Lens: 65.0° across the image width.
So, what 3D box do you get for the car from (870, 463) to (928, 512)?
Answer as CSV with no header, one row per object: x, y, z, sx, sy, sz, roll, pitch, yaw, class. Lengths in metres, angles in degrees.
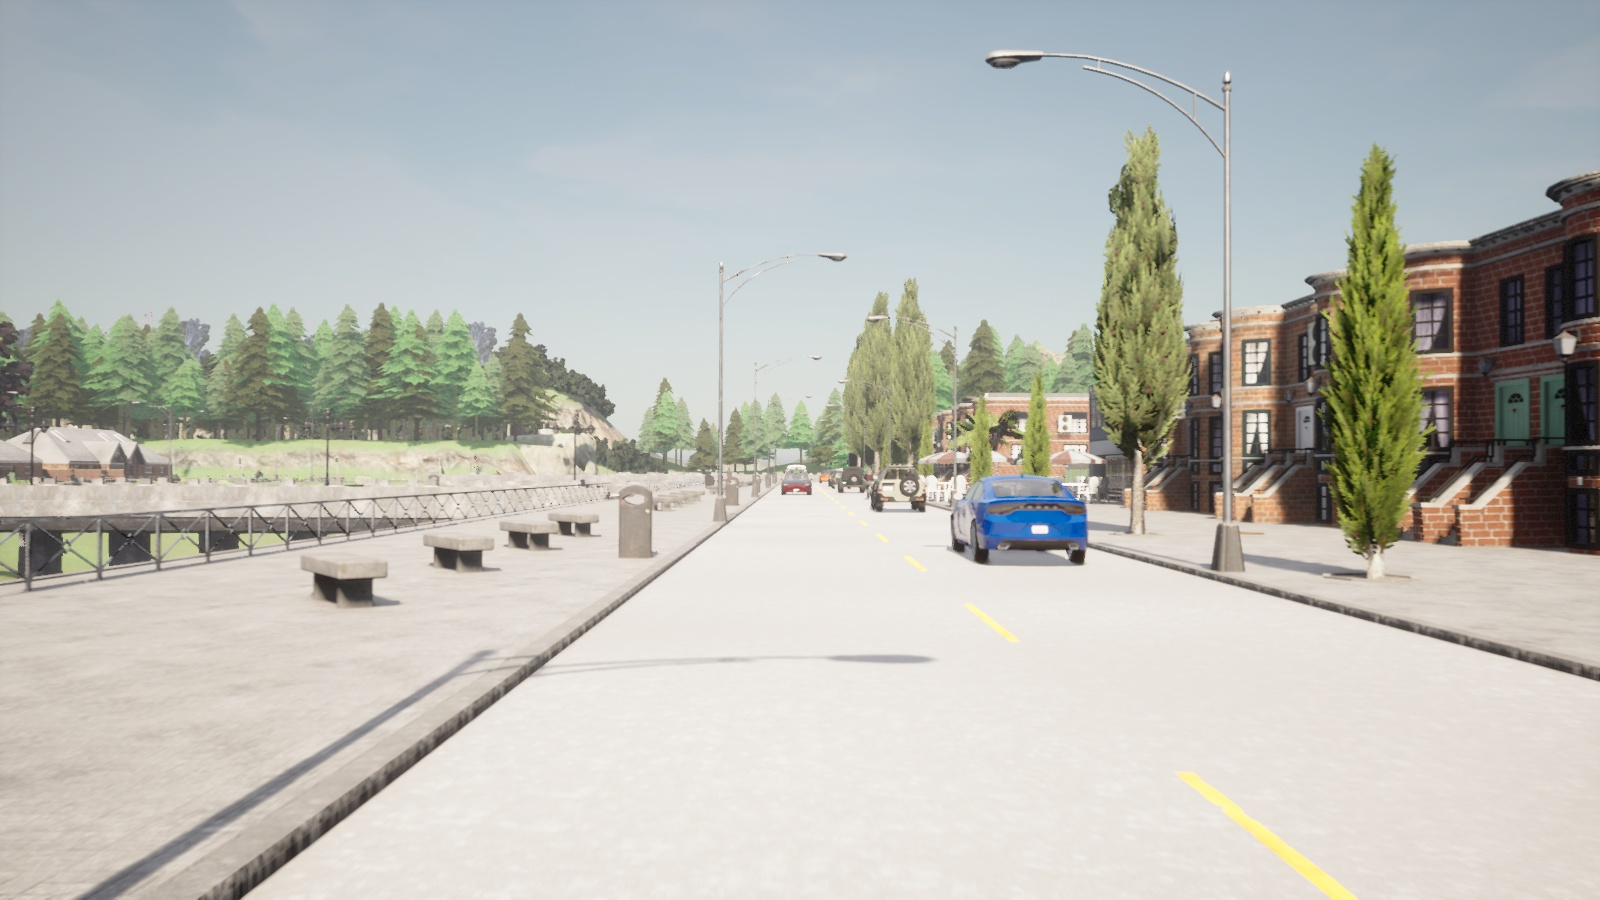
3.869,1.451,49.882,1.932,1.855,4.605,0,-1,0,car

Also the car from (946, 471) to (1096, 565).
3.938,1.166,23.239,1.882,1.535,5.008,0,-1,0,car

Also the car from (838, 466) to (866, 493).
3.762,2.127,91.510,1.905,1.878,3.866,0,-1,0,car

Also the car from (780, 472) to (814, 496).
-0.212,2.190,82.145,2.163,1.488,4.792,0,-1,0,car
